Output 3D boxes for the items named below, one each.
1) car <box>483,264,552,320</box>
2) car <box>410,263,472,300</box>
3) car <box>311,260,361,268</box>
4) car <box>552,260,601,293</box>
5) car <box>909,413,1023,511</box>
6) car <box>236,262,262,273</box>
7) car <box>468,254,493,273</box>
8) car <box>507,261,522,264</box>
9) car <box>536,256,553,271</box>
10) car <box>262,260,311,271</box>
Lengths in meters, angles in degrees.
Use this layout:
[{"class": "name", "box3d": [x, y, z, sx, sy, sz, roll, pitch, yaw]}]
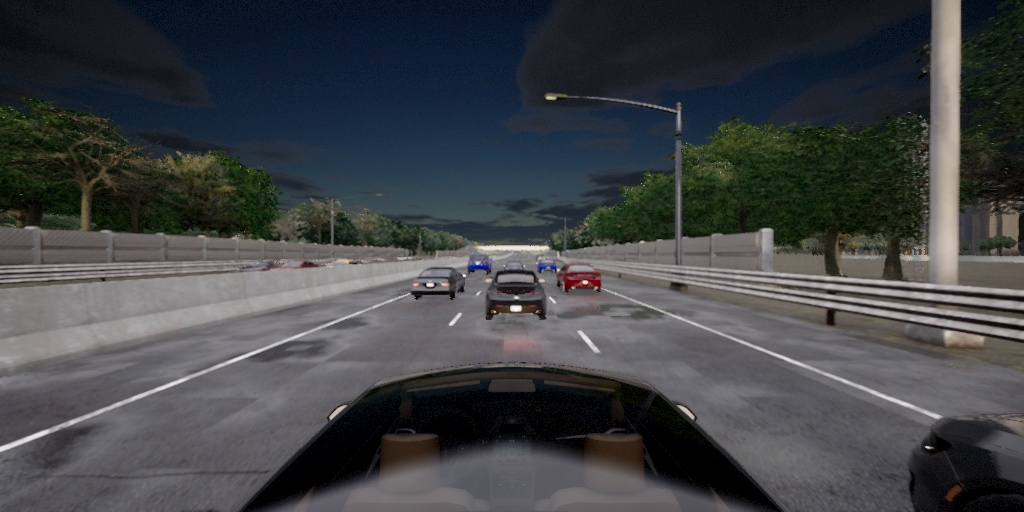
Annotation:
[{"class": "car", "box3d": [0.117, 1.204, 12.423, 1.837, 1.490, 4.892, 0, 0, 0]}, {"class": "car", "box3d": [-3.371, 1.223, 17.251, 2.033, 1.411, 5.357, 0, 0, 0]}, {"class": "car", "box3d": [-14.006, 1.095, 29.543, 1.882, 1.535, 5.008, 0, 0, 0]}, {"class": "car", "box3d": [3.643, 1.140, 20.235, 1.882, 1.535, 5.008, 0, 0, 0]}, {"class": "car", "box3d": [3.601, 1.262, 0.354, 1.837, 1.490, 4.892, 0, 0, 0]}, {"class": "car", "box3d": [-21.001, 1.177, 30.201, 1.994, 1.385, 4.181, 0, 0, 0]}, {"class": "car", "box3d": [-3.261, 0.806, 36.852, 2.150, 2.045, 5.566, 0, 0, 0]}, {"class": "car", "box3d": [0.207, 1.155, 32.035, 2.033, 1.411, 5.357, 0, 0, 0]}, {"class": "car", "box3d": [3.758, 1.053, 39.205, 1.882, 1.535, 5.008, 0, 0, 0]}, {"class": "car", "box3d": [-17.499, 1.096, 29.209, 1.882, 1.535, 5.008, 0, 0, 0]}]
